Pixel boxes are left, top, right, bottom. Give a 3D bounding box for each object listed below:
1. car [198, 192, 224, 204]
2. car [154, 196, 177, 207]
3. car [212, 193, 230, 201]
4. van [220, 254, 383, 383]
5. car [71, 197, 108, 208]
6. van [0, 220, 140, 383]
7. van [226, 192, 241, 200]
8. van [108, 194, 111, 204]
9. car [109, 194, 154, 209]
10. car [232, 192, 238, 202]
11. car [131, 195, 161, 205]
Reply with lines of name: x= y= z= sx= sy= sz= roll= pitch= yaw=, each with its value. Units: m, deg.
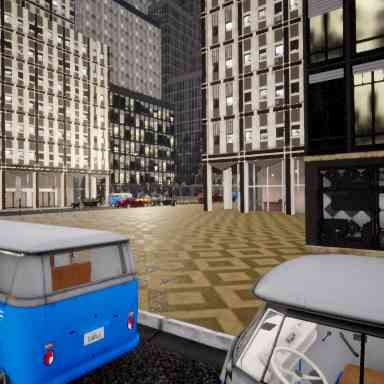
car: x=2.962 y=0.909 z=52.525 sx=2.192 sy=1.841 sz=5.009 roll=0 pitch=0 yaw=36
car: x=-3.704 y=1.230 z=43.433 sx=2.008 sy=1.369 sz=4.403 roll=0 pitch=0 yaw=36
car: x=6.192 y=1.016 z=71.098 sx=1.967 sy=1.590 sz=4.097 roll=0 pitch=0 yaw=36
van: x=1.964 y=1.341 z=1.486 sx=3.998 sy=1.788 sz=1.690 roll=0 pitch=-1 yaw=36
car: x=-13.819 y=1.404 z=43.808 sx=1.947 sy=1.339 sz=4.313 roll=0 pitch=0 yaw=36
van: x=-2.574 y=1.342 z=4.728 sx=3.998 sy=1.788 sz=1.690 roll=0 pitch=-1 yaw=36
van: x=9.526 y=0.872 z=75.647 sx=1.690 sy=1.788 sz=3.998 roll=0 pitch=0 yaw=36
van: x=-10.486 y=1.136 z=48.356 sx=1.690 sy=1.788 sz=3.998 roll=0 pitch=0 yaw=36
car: x=-7.038 y=1.267 z=38.886 sx=1.887 sy=1.381 sz=4.507 roll=0 pitch=0 yaw=36
car: x=6.298 y=1.101 z=57.072 sx=2.008 sy=1.369 sz=4.403 roll=0 pitch=0 yaw=36
car: x=-7.249 y=1.279 z=52.767 sx=1.752 sy=1.417 sz=4.829 roll=0 pitch=0 yaw=36
